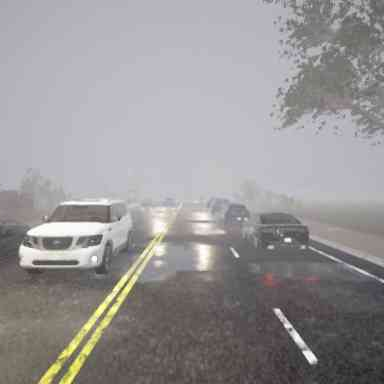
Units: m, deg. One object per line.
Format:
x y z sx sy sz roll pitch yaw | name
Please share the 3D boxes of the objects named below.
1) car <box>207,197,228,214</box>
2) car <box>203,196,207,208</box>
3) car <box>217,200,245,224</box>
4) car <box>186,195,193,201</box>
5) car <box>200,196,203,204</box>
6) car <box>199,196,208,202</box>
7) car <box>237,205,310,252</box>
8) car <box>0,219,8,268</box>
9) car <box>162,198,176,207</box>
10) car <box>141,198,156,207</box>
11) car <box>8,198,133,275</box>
3.114 1.442 36.054 2.097 1.767 4.553 0 0 0 | car
3.020 1.462 47.065 2.097 1.767 4.553 0 0 -1 | car
3.183 1.570 25.073 1.837 1.490 4.892 0 0 0 | car
-0.660 1.577 89.096 2.033 1.411 5.357 0 0 -1 | car
2.905 1.584 58.289 1.801 1.575 5.366 0 0 -1 | car
2.678 1.657 80.098 1.837 1.490 4.892 0 0 -1 | car
3.324 1.517 14.033 1.882 1.535 5.008 0 0 0 | car
-6.615 1.596 10.880 1.994 1.385 4.181 0 0 0 | car
-3.601 1.647 53.143 1.812 1.442 4.674 0 0 0 | car
-6.845 1.669 52.777 2.033 1.411 5.357 0 0 0 | car
-3.366 1.253 10.923 2.150 2.045 5.566 0 0 0 | car
